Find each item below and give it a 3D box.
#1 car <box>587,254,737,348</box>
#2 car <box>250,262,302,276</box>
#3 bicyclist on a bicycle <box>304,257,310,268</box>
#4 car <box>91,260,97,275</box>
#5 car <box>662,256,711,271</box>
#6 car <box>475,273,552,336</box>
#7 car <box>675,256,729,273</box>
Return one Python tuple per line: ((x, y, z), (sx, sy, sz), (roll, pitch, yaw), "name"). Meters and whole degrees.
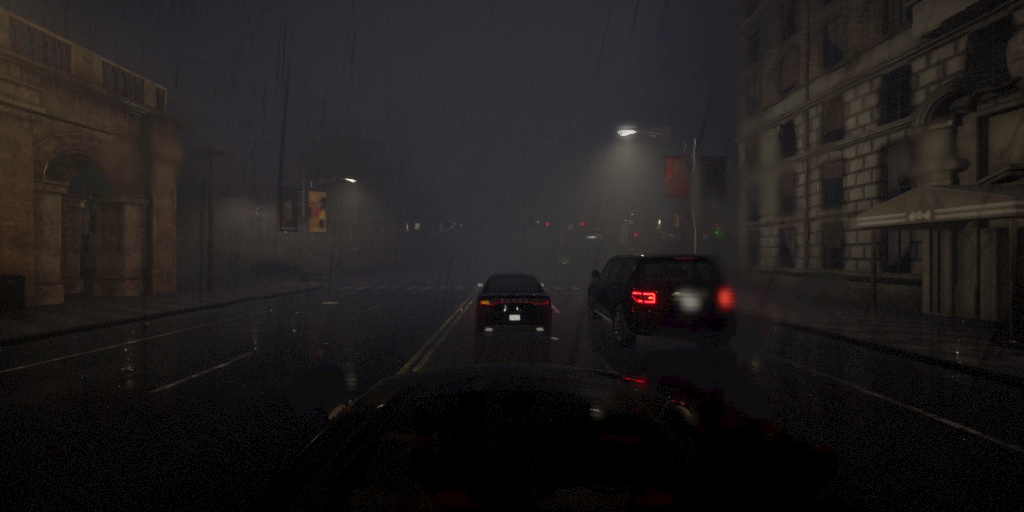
((3.455, 0.971, 9.415), (2.150, 2.045, 5.566), (0, 0, 2), "car")
((-23.455, 1.275, 35.796), (4.674, 1.442, 1.812), (0, 0, 0), "car")
((-31.577, 1.050, 55.228), (0.582, 1.620, 1.656), (0, 0, 0), "bicyclist on a bicycle")
((-38.231, 1.350, 35.705), (4.718, 1.301, 1.895), (0, 0, 0), "car")
((23.182, 0.971, 47.781), (5.566, 2.045, 2.150), (0, 0, 0), "car")
((-0.011, 1.227, 10.494), (1.882, 1.535, 5.008), (0, 0, -2), "car")
((23.387, 0.971, 44.270), (5.566, 2.045, 2.150), (0, 0, 1), "car")
